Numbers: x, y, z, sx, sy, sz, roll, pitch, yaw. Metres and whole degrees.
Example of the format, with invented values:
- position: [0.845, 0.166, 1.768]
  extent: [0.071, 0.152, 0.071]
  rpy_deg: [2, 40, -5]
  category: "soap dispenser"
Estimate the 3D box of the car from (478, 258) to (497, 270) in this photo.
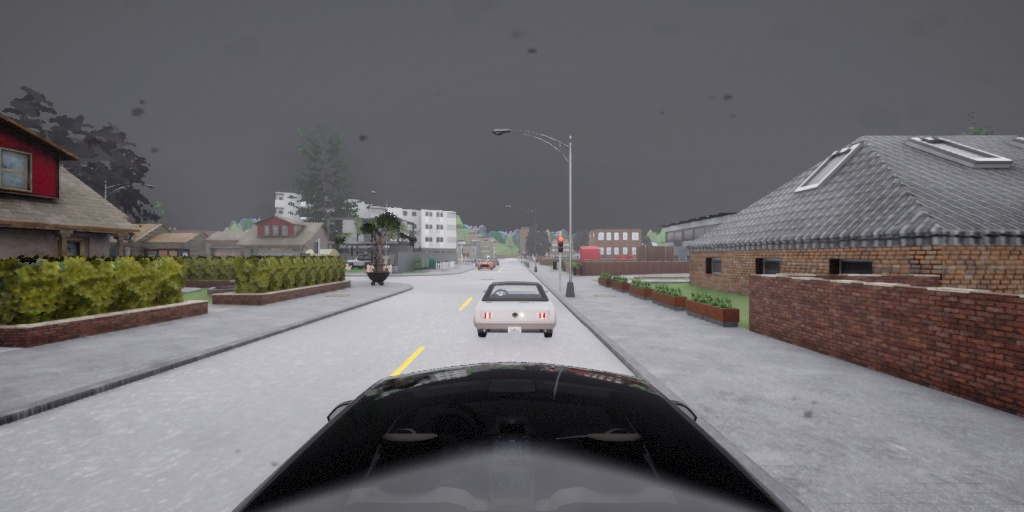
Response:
- position: [-3.792, 1.101, 52.281]
  extent: [2.097, 1.767, 4.553]
  rpy_deg: [0, 0, 0]
  category: "car"

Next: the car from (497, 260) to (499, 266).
- position: [-3.715, 1.253, 61.662]
  extent: [1.837, 1.490, 4.892]
  rpy_deg: [0, 0, 1]
  category: "car"

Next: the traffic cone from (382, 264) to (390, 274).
- position: [-15.498, 1.560, 44.133]
  extent: [0.344, 0.586, 0.344]
  rpy_deg: [0, 0, 0]
  category: "traffic cone"

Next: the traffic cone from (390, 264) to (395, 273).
- position: [-15.133, 1.557, 44.700]
  extent: [0.344, 0.586, 0.344]
  rpy_deg: [0, 0, 0]
  category: "traffic cone"

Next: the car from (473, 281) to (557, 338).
- position: [0.102, 1.351, 10.173]
  extent: [1.895, 1.301, 4.718]
  rpy_deg: [0, 0, 1]
  category: "car"
